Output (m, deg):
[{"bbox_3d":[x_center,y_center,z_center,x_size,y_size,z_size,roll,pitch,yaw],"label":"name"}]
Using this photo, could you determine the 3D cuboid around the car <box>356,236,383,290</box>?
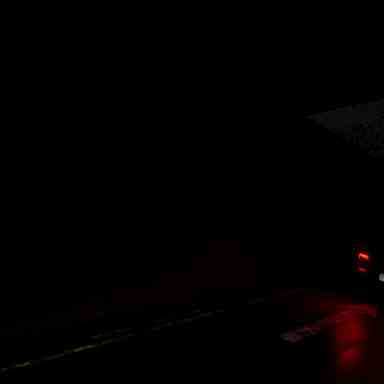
[{"bbox_3d":[5.679,1.526,7.820,4.674,1.442,1.812,0,0,-35],"label":"car"}]
